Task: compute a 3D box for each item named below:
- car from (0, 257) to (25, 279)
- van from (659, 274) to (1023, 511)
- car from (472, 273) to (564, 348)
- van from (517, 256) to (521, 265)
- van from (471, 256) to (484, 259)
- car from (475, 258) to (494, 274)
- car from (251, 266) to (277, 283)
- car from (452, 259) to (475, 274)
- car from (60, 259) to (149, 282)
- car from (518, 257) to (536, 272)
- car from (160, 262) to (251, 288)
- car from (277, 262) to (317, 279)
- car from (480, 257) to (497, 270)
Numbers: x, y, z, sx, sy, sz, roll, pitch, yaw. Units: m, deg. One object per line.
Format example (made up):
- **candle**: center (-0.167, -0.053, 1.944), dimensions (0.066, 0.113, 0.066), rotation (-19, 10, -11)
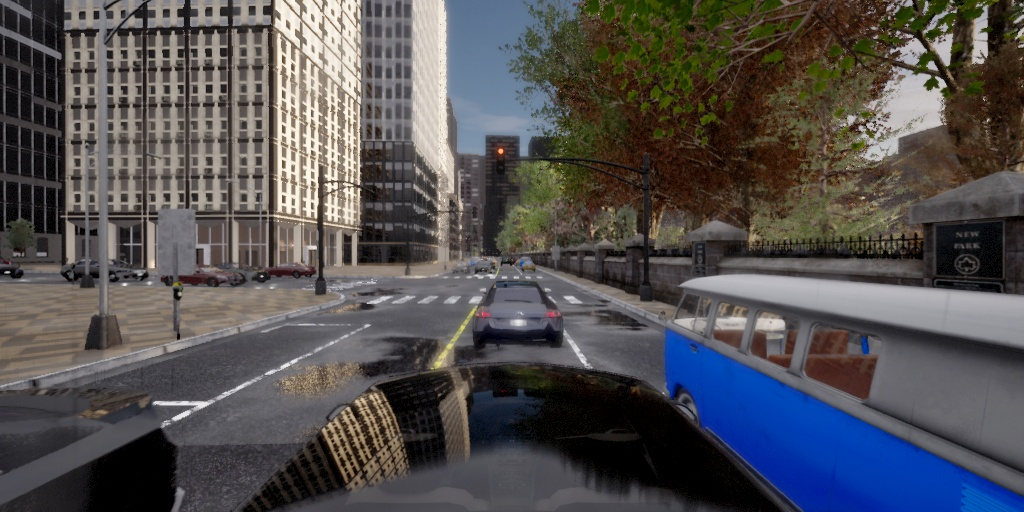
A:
- **car**: center (-36.462, 0.912, 24.590), dimensions (4.181, 1.385, 1.994), rotation (1, 0, 2)
- **van**: center (2.567, 1.091, 2.639), dimensions (1.690, 1.789, 3.998), rotation (0, 0, 0)
- **car**: center (0.098, 1.312, 9.218), dimensions (1.994, 1.385, 4.181), rotation (0, 0, -1)
- **van**: center (1.992, 1.062, 51.730), dimensions (1.690, 1.789, 3.998), rotation (0, 0, -1)
- **van**: center (-6.330, 1.052, 62.479), dimensions (1.690, 1.789, 3.998), rotation (0, 0, -2)
- **car**: center (-3.229, 1.235, 40.878), dimensions (1.837, 1.490, 4.892), rotation (0, 0, -3)
- **car**: center (-18.285, 1.118, 23.532), dimensions (4.181, 1.385, 1.994), rotation (1, 0, 4)
- **car**: center (-5.644, 1.281, 40.304), dimensions (2.007, 1.370, 4.403), rotation (0, 0, -1)
- **car**: center (-27.267, 0.944, 24.094), dimensions (4.902, 1.511, 2.128), rotation (1, 0, 3)
- **car**: center (2.116, 1.251, 46.357), dimensions (1.751, 1.417, 4.829), rotation (0, 0, -1)
- **car**: center (-18.158, 1.145, 20.984), dimensions (4.207, 1.307, 1.802), rotation (0, 0, 4)
- **car**: center (-18.094, 1.122, 29.097), dimensions (4.207, 1.307, 1.802), rotation (0, 0, 4)
- **car**: center (-3.426, 1.286, 51.253), dimensions (1.994, 1.385, 4.181), rotation (0, 0, -2)
